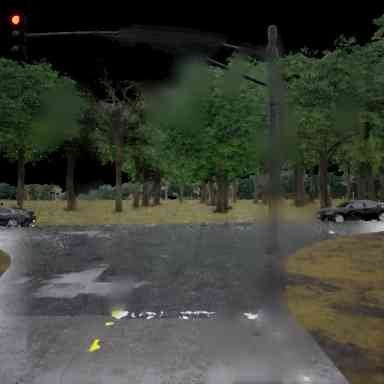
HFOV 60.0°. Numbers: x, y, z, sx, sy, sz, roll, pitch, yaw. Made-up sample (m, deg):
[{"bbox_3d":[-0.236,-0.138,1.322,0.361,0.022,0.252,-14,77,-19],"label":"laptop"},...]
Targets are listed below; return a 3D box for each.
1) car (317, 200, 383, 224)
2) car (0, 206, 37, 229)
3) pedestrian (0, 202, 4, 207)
[{"bbox_3d":[11.125,1.328,22.785,5.008,1.535,1.882,-1,-2,-4],"label":"car"},{"bbox_3d":[-13.275,1.777,22.876,4.892,1.490,1.837,-1,-2,0],"label":"car"},{"bbox_3d":[-15.238,1.717,26.772,0.375,1.860,0.375,0,-1,0],"label":"pedestrian"}]
